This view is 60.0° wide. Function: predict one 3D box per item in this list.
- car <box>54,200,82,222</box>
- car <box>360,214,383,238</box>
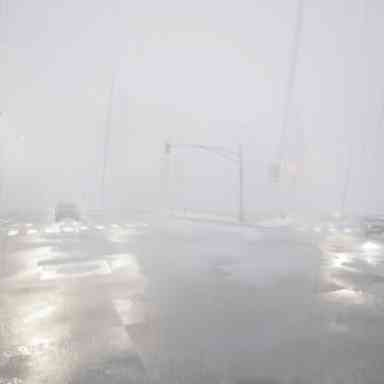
[{"bbox_3d":[-11.071,1.737,29.602,1.837,1.490,4.892,-1,0,-21],"label":"car"},{"bbox_3d":[11.481,2.037,20.424,1.895,1.301,4.718,-1,-1,23],"label":"car"}]
